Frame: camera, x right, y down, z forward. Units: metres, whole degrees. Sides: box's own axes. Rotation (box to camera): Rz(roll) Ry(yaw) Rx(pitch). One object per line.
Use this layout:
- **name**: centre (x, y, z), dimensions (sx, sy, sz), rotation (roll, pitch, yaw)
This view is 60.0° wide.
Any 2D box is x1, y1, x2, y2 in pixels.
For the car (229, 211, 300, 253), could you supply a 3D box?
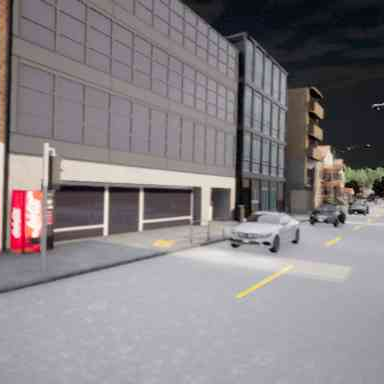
- **car**: centre (3.280, 1.565, 14.279), dimensions (1.812, 1.442, 4.674), rotation (2, 0, 33)

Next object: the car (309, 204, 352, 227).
- **car**: centre (10.193, 1.680, 24.824), dimensions (2.128, 1.511, 4.902), rotation (2, 0, 34)

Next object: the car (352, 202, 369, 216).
- **car**: centre (19.647, 1.942, 39.066), dimensions (2.033, 1.411, 5.357), rotation (2, 0, 34)
